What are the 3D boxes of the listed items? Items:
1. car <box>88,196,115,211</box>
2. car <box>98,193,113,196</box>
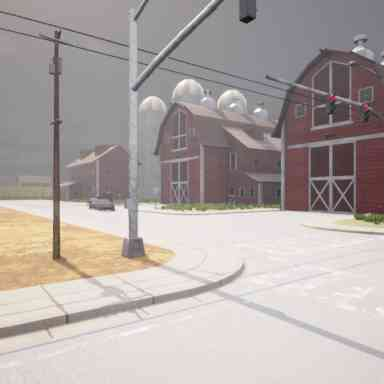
[{"bbox_3d":[-10.907,1.528,39.904,1.994,1.385,4.181,-1,1,-36],"label":"car"},{"bbox_3d":[-13.758,1.117,50.620,3.866,1.878,1.905,-2,5,11],"label":"car"}]
